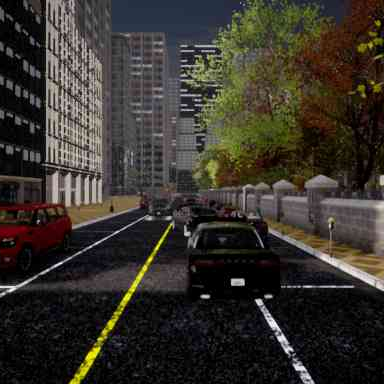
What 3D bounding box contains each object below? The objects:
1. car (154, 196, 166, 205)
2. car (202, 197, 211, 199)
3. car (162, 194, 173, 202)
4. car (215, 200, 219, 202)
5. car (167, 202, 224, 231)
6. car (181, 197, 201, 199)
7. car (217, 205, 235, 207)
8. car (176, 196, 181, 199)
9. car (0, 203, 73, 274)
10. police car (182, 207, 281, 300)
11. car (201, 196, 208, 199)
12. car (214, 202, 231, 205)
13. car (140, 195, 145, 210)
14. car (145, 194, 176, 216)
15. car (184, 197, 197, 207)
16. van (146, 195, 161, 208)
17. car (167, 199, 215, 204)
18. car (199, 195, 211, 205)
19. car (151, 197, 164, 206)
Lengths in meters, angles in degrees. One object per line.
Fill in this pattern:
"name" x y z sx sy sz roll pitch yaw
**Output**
"car" -5.712 1.504 60.374 1.752 1.417 4.829 0 0 0
"car" 2.419 1.557 38.310 1.947 1.339 4.313 0 0 0
"car" -5.647 1.282 77.167 2.192 1.841 5.009 0 0 0
"car" 2.472 1.561 27.211 1.947 1.339 4.313 0 0 0
"car" 0.174 1.502 18.208 1.837 1.490 4.892 0 0 -15
"car" -0.156 1.515 43.468 1.812 1.442 4.674 0 0 0
"car" 2.526 1.548 16.111 2.008 1.369 4.403 0 0 0
"car" -3.083 1.531 77.318 1.994 1.385 4.181 0 0 0
"car" -5.475 1.314 10.673 2.192 1.841 5.009 0 0 0
"police car" 0.819 1.424 8.585 1.930 1.638 5.238 0 0 0
"car" 2.366 1.568 49.410 1.802 1.307 4.206 0 0 0
"car" 2.499 1.578 21.661 1.802 1.307 4.206 0 0 0
"car" -5.633 1.304 43.922 2.192 1.841 5.009 0 0 0
"car" -2.956 1.345 31.841 2.097 1.767 4.553 0 0 0
"car" -0.215 1.531 53.451 2.033 1.411 5.357 0 0 0
"van" -5.659 1.327 49.463 1.690 1.788 3.998 0 0 0
"car" 0.078 1.501 24.801 1.837 1.490 4.892 0 0 17
"car" 2.313 1.418 60.509 1.967 1.590 4.097 0 0 0
"car" -5.686 1.564 55.004 1.802 1.307 4.206 0 0 0
